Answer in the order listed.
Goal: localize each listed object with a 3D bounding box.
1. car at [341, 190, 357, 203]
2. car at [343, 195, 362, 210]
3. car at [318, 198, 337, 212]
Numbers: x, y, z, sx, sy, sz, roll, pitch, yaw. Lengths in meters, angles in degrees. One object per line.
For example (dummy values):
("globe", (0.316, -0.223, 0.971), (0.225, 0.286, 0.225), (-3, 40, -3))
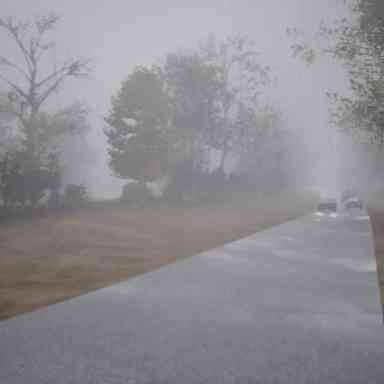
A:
("car", (25.855, 0.648, 54.799), (2.150, 2.045, 5.566), (0, 3, 21))
("car", (20.133, 1.423, 41.527), (1.812, 1.442, 4.674), (0, 1, 25))
("car", (15.908, 1.427, 38.994), (1.882, 1.535, 5.008), (1, 1, 26))
